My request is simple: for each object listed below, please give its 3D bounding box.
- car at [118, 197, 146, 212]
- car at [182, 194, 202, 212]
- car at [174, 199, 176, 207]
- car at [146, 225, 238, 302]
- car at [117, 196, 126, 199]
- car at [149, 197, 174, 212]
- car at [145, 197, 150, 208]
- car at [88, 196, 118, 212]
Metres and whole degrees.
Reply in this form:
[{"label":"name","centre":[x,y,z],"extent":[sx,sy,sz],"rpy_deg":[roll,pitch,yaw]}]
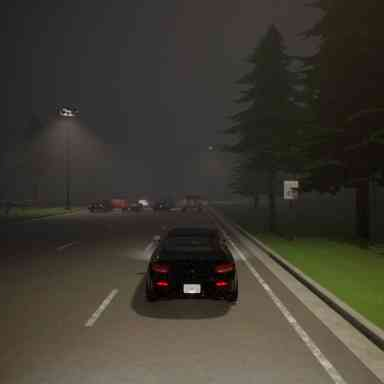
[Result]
[{"label":"car","centre":[-6.993,1.601,39.185],"extent":[1.895,1.301,4.718],"rpy_deg":[0,0,0]},{"label":"car","centre":[0.007,1.221,38.767],"extent":[2.150,2.045,5.566],"rpy_deg":[0,0,0]},{"label":"car","centre":[-3.491,1.478,49.157],"extent":[1.882,1.535,5.008],"rpy_deg":[0,0,0]},{"label":"car","centre":[0.002,1.526,8.124],"extent":[1.812,1.442,4.674],"rpy_deg":[0,0,0]},{"label":"car","centre":[-10.491,1.352,49.129],"extent":[2.097,1.767,4.553],"rpy_deg":[0,0,0]},{"label":"car","centre":[-3.493,1.564,39.154],"extent":[1.994,1.385,4.181],"rpy_deg":[0,0,0]},{"label":"car","centre":[-6.991,1.526,49.158],"extent":[1.812,1.442,4.674],"rpy_deg":[0,0,0]},{"label":"car","centre":[-10.493,1.547,38.739],"extent":[2.033,1.411,5.357],"rpy_deg":[0,0,0]}]
